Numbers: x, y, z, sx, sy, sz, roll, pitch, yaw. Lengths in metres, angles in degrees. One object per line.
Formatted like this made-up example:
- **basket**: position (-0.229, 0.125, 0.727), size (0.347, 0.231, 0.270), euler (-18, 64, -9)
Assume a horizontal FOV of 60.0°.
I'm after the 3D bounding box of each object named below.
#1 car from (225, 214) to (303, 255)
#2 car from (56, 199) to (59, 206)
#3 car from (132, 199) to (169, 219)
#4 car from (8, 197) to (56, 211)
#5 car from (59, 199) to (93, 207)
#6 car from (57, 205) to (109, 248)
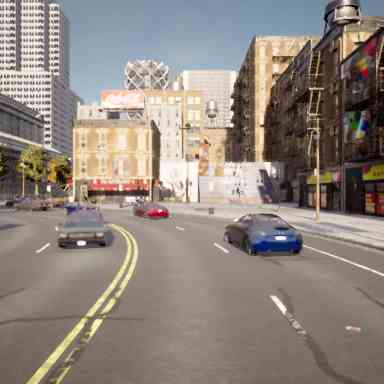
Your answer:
- **car**: position (2.724, 1.562, 13.422), size (1.994, 1.385, 4.181), euler (0, 0, -9)
- **car**: position (-20.446, 1.586, 48.130), size (4.718, 1.301, 1.895), euler (0, 0, 30)
- **car**: position (-3.769, 1.559, 29.582), size (1.994, 1.385, 4.181), euler (0, 0, -33)
- **car**: position (-19.138, 1.541, 39.678), size (5.357, 1.411, 2.033), euler (0, 0, 32)
- **car**: position (-11.135, 1.595, 33.153), size (1.895, 1.301, 4.718), euler (0, 0, -44)
- **car**: position (-4.829, 1.545, 15.116), size (2.033, 1.411, 5.357), euler (0, 0, -15)
